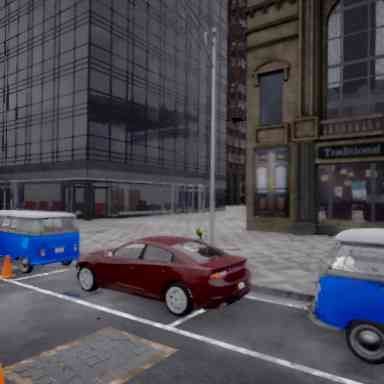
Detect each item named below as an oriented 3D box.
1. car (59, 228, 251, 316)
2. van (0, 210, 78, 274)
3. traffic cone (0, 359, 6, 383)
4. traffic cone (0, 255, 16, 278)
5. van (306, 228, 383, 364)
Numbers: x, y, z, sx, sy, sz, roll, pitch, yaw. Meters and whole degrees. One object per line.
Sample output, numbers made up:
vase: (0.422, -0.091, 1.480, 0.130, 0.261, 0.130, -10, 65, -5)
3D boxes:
car: (-0.865, 1.692, 7.757, 4.507, 1.381, 1.887, 0, -1, 35)
van: (-5.468, 1.519, 11.033, 3.998, 1.788, 1.690, 0, -1, 35)
traffic cone: (-2.100, 2.015, 3.563, 0.340, 0.580, 0.340, 0, -1, 35)
traffic cone: (-5.252, 2.106, 9.483, 0.340, 0.580, 0.340, 0, -1, 35)
van: (3.739, 1.458, 4.488, 3.998, 1.788, 1.690, 0, -1, 35)
